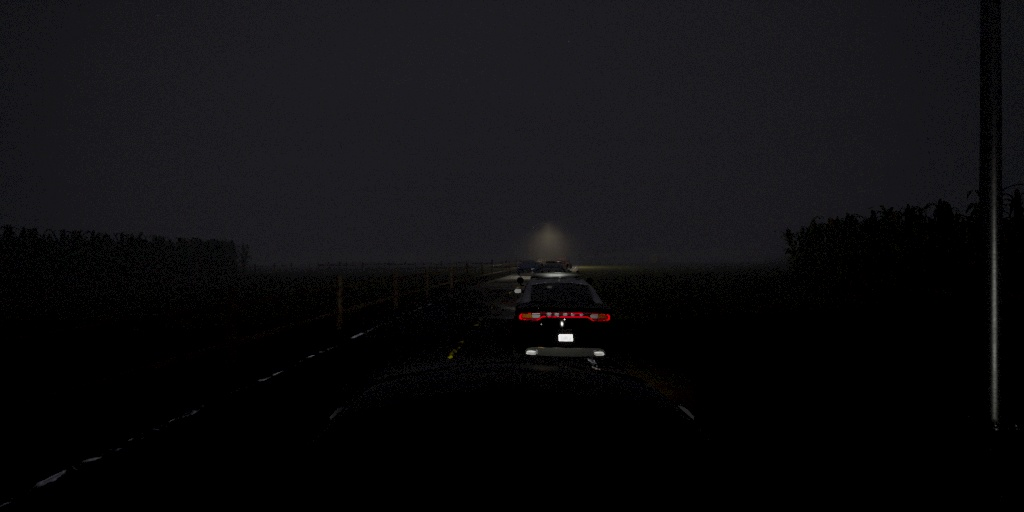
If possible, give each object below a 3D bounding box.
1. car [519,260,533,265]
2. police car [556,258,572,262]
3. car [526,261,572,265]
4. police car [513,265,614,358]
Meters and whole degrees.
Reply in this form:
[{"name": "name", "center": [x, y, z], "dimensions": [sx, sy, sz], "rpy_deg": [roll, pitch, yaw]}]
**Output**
[{"name": "car", "center": [1.829, 1.198, 37.399], "dimensions": [1.882, 1.535, 5.008], "rpy_deg": [0, 0, 12]}, {"name": "police car", "center": [2.874, 1.159, 24.279], "dimensions": [1.930, 1.638, 5.238], "rpy_deg": [0, 0, 10]}, {"name": "car", "center": [1.981, 1.218, 18.326], "dimensions": [1.882, 1.535, 5.008], "rpy_deg": [0, 0, 7]}, {"name": "police car", "center": [1.063, 1.173, 8.632], "dimensions": [1.930, 1.638, 5.238], "rpy_deg": [0, 0, 3]}]
